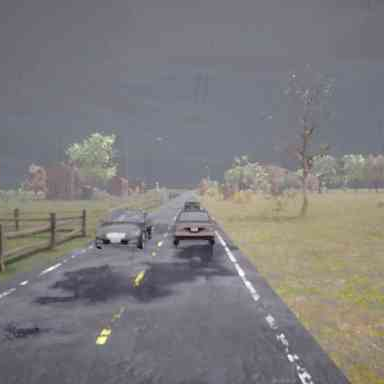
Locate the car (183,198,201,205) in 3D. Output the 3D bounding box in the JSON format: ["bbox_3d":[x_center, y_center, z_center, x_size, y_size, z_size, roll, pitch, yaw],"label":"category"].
[{"bbox_3d":[0.006,1.491,39.179,1.837,1.490,4.892,0,0,0],"label":"car"}]

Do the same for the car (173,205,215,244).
[{"bbox_3d":[0.087,1.547,15.861,2.033,1.411,5.357,0,0,0],"label":"car"}]

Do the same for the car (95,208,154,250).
[{"bbox_3d":[-2.762,1.492,14.416,2.128,1.511,4.902,0,0,0],"label":"car"}]
